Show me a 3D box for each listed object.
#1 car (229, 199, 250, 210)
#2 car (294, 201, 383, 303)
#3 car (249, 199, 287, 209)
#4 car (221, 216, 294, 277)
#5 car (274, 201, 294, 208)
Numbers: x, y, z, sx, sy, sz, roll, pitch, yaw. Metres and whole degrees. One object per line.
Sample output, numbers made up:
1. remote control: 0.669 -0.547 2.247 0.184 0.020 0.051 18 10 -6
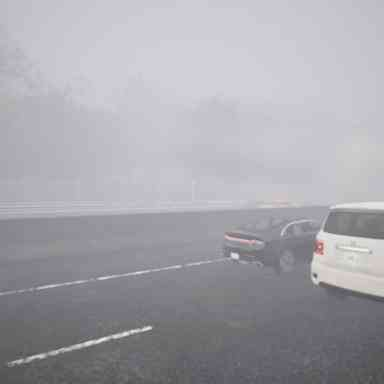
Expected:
1. car: 5.997 1.491 34.064 5.008 1.535 1.882 0 0 -35
2. car: 4.953 1.222 7.286 5.566 2.045 2.150 0 0 -35
3. car: 8.050 1.491 31.229 5.008 1.535 1.882 0 0 -35
4. car: 3.123 1.493 10.285 4.902 1.511 2.128 0 0 -35
5. car: 9.359 1.614 27.864 4.718 1.301 1.895 0 0 -35
